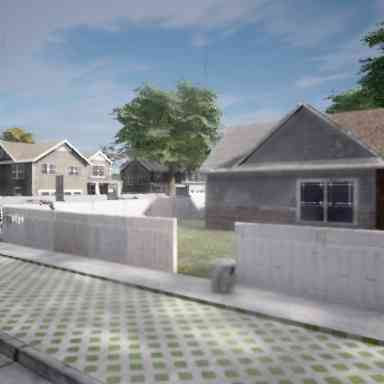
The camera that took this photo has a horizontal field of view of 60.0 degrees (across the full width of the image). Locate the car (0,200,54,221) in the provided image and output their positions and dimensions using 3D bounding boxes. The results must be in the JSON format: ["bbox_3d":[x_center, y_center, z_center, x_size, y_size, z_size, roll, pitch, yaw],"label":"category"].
[{"bbox_3d":[-11.900,1.318,24.368,2.128,1.511,4.902,0,1,34],"label":"car"}]

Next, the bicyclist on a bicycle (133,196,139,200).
[{"bbox_3d":[-4.237,1.124,25.258,1.656,1.620,0.582,0,0,34],"label":"bicyclist on a bicycle"}]

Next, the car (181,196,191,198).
[{"bbox_3d":[-0.750,1.227,40.910,1.994,1.385,4.181,0,1,34],"label":"car"}]

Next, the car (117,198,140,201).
[{"bbox_3d":[-6.362,1.293,32.601,2.033,1.411,5.357,0,1,34],"label":"car"}]
